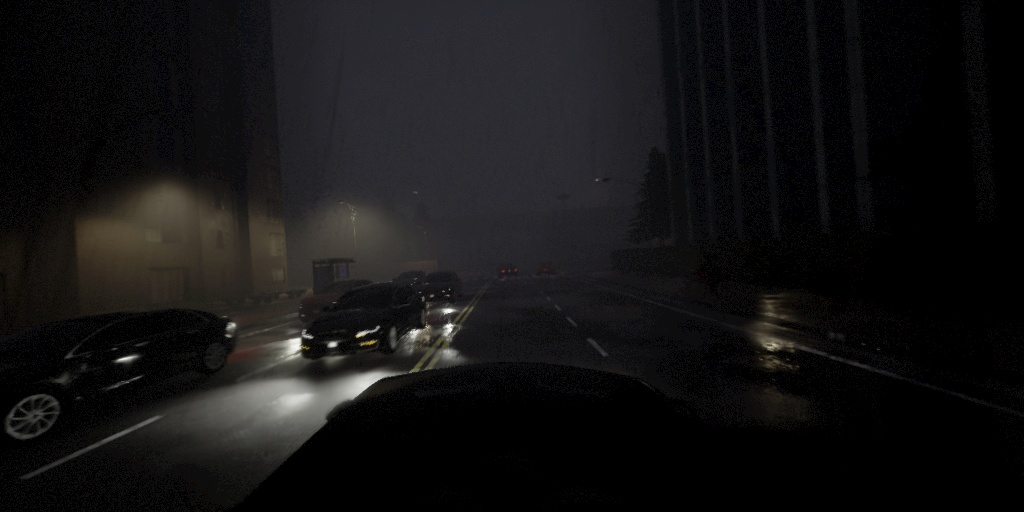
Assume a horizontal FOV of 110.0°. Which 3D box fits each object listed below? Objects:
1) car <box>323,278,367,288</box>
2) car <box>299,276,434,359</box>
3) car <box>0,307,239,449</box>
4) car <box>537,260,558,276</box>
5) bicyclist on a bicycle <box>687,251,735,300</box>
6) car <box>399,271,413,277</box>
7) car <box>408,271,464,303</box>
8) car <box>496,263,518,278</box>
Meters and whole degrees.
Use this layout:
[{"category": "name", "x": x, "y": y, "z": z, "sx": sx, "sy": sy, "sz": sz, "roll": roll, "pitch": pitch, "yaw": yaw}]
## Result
[{"category": "car", "x": -7.165, "y": 1.768, "z": 15.551, "sx": 1.882, "sy": 1.535, "sz": 5.008, "roll": -4, "pitch": 0, "yaw": -1}, {"category": "car", "x": -3.614, "y": 1.531, "z": 9.578, "sx": 1.837, "sy": 1.490, "sz": 4.892, "roll": -4, "pitch": 0, "yaw": -1}, {"category": "car", "x": -7.072, "y": 1.741, "z": 6.074, "sx": 1.837, "sy": 1.490, "sz": 4.892, "roll": -4, "pitch": 0, "yaw": -1}, {"category": "car", "x": 3.727, "y": 1.141, "z": 37.921, "sx": 1.882, "sy": 1.535, "sz": 5.008, "roll": -4, "pitch": 1, "yaw": 10}, {"category": "bicyclist on a bicycle", "x": 6.683, "y": 0.661, "z": 12.086, "sx": 1.656, "sy": 1.620, "sz": 0.582, "roll": -4, "pitch": 0, "yaw": -1}, {"category": "car", "x": -7.227, "y": 1.852, "z": 25.830, "sx": 1.837, "sy": 1.490, "sz": 4.892, "roll": -4, "pitch": 0, "yaw": 0}, {"category": "car", "x": -3.697, "y": 1.584, "z": 18.788, "sx": 1.837, "sy": 1.490, "sz": 4.892, "roll": -4, "pitch": 0, "yaw": -1}, {"category": "car", "x": -0.574, "y": 1.495, "z": 38.138, "sx": 2.033, "sy": 1.411, "sz": 5.357, "roll": -4, "pitch": 1, "yaw": -7}]
